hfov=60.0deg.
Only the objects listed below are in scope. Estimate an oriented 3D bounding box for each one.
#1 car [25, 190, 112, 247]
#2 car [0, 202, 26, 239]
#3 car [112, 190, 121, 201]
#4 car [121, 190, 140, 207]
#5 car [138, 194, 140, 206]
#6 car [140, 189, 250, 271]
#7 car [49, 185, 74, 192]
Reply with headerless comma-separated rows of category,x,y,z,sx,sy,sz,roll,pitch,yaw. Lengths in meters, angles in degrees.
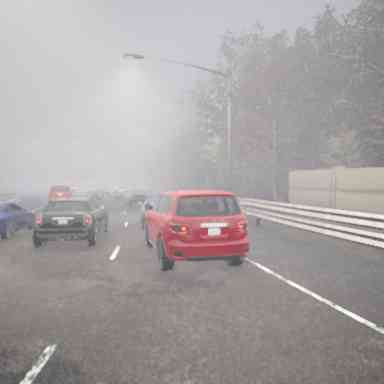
car,-4.645,0.981,13.348,2.097,1.767,4.553,0,2,-7
car,-8.322,1.133,14.368,1.812,1.442,4.674,0,2,-9
car,-9.164,0.426,42.247,1.895,1.301,4.718,-1,2,-22
car,-5.395,0.606,32.169,1.837,1.490,4.892,-1,2,-17
car,-1.785,1.029,17.624,1.812,1.442,4.674,0,2,-10
car,-0.141,0.930,10.169,2.150,2.045,5.566,-1,1,-14
car,-12.976,0.313,33.010,2.150,2.045,5.566,-1,2,-19
